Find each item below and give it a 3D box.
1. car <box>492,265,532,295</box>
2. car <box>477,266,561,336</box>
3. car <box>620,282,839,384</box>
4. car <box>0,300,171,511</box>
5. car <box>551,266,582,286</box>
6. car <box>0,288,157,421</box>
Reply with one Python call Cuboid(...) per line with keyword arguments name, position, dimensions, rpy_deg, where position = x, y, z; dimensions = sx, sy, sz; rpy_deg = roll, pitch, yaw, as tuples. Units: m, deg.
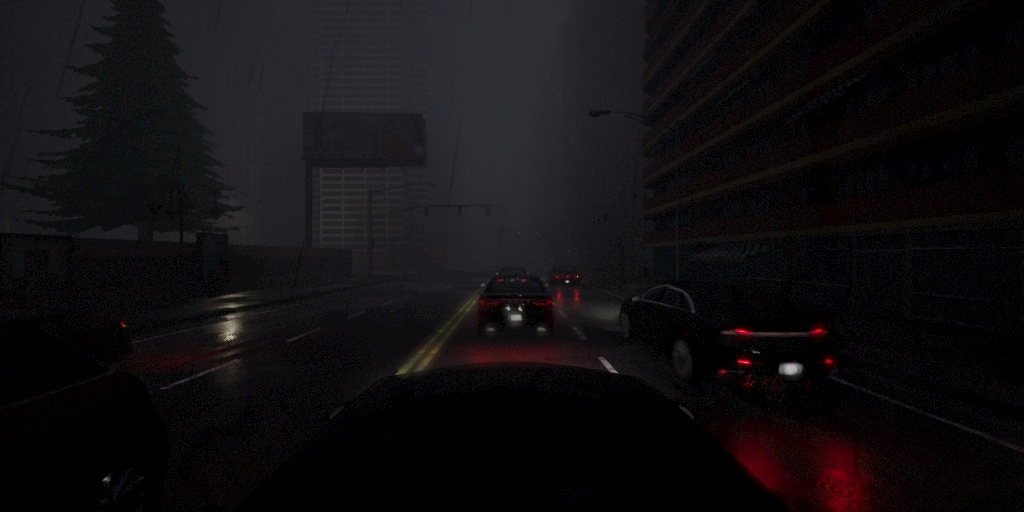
Cuboid(name="car", position=(0.039, 1.297, 20.942), dimensions=(2.033, 1.411, 5.357), rpy_deg=(0, 0, 0))
Cuboid(name="car", position=(0.092, 1.228, 10.473), dimensions=(1.882, 1.535, 5.008), rpy_deg=(0, 0, 0))
Cuboid(name="car", position=(3.595, 1.241, 7.050), dimensions=(2.128, 1.511, 4.902), rpy_deg=(0, 0, 0))
Cuboid(name="car", position=(-3.595, 1.101, 0.686), dimensions=(2.097, 1.767, 4.553), rpy_deg=(0, 0, 0))
Cuboid(name="car", position=(3.559, 1.351, 25.198), dimensions=(1.895, 1.301, 4.718), rpy_deg=(0, 0, 0))
Cuboid(name="car", position=(-7.104, 1.276, 3.949), dimensions=(1.812, 1.442, 4.674), rpy_deg=(0, 0, -1))
